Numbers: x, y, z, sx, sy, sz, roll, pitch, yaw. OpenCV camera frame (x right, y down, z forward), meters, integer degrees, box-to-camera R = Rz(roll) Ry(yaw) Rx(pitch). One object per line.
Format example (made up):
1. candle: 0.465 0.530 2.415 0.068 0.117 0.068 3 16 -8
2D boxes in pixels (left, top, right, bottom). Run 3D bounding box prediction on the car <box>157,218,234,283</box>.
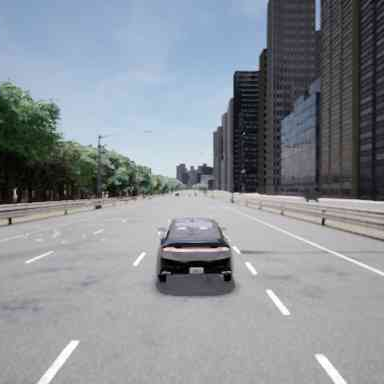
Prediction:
1. car: 0.026 1.487 9.675 2.128 1.511 4.902 0 0 -2
